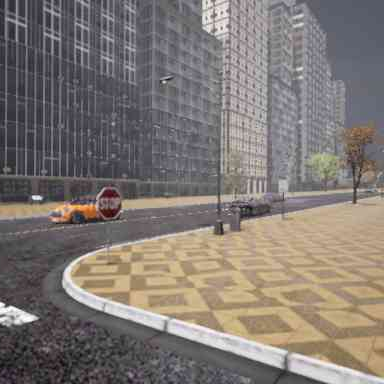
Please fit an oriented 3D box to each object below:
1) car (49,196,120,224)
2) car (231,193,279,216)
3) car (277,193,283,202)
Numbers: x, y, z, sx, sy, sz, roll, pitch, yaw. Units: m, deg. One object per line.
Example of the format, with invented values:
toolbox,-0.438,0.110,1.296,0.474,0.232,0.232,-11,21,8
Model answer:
car,-7.041,1.072,22.113,2.097,1.767,4.553,1,1,36
car,4.960,1.100,27.300,2.128,1.511,4.902,1,1,36
car,10.978,0.784,46.537,2.033,1.411,5.357,1,1,37
